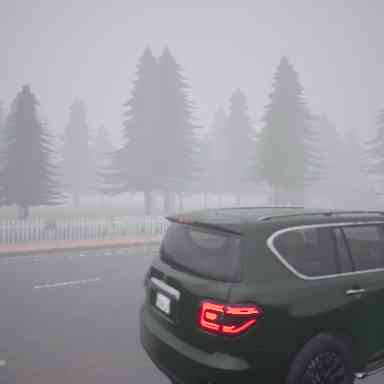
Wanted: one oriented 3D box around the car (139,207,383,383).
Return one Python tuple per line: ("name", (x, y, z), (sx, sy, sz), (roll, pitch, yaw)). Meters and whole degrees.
("car", (2.026, 1.242, 4.734), (5.566, 2.045, 2.150), (0, 0, -30))
